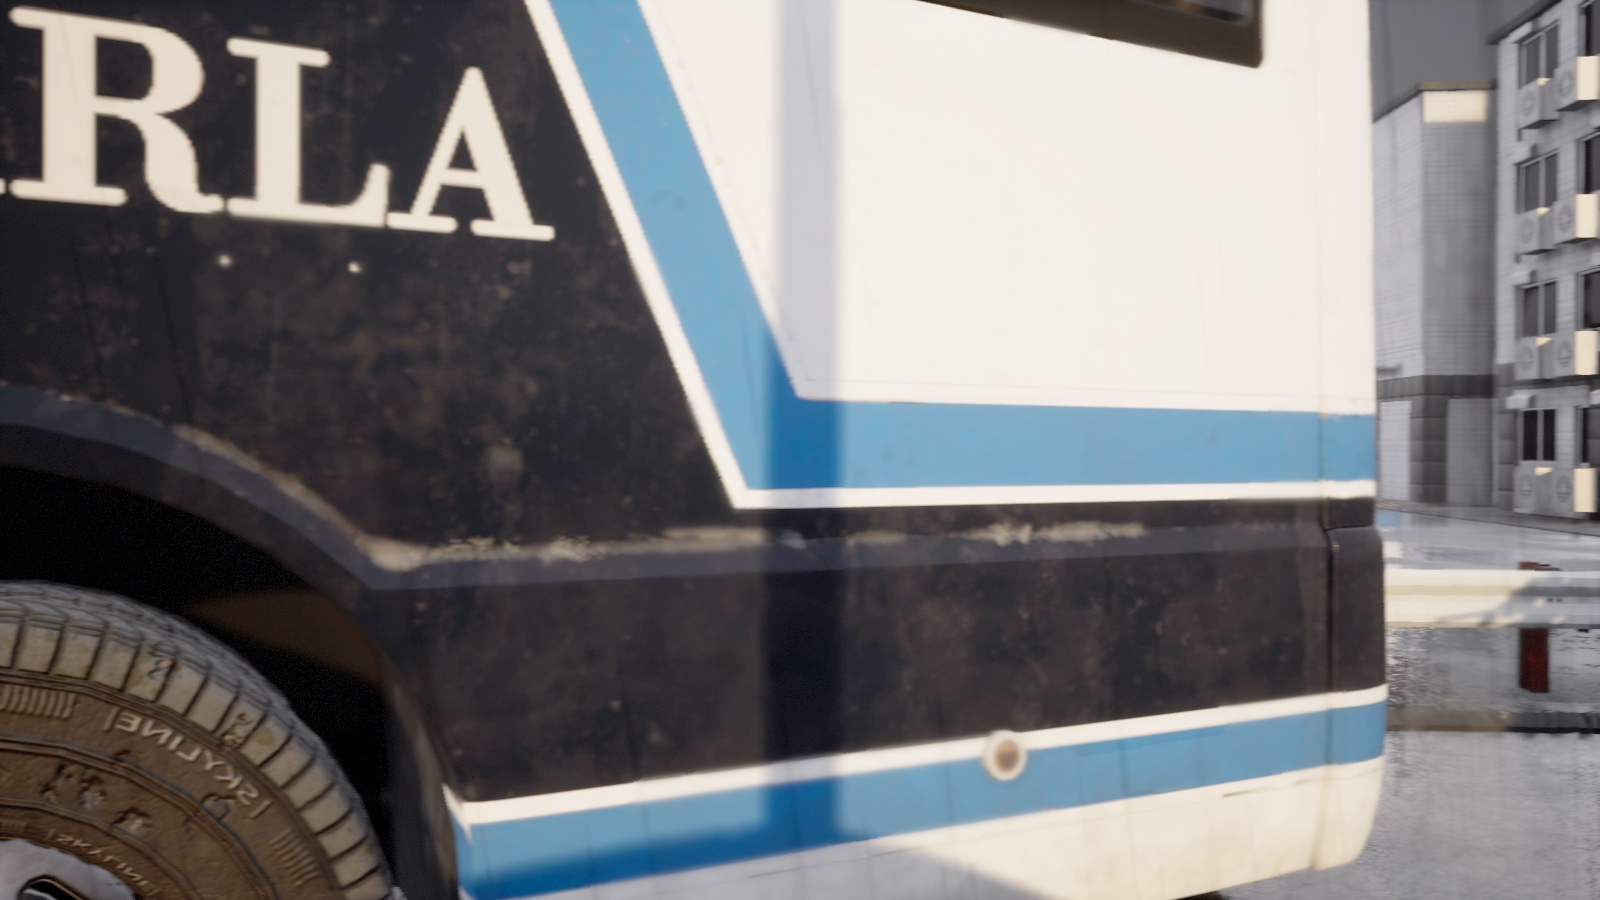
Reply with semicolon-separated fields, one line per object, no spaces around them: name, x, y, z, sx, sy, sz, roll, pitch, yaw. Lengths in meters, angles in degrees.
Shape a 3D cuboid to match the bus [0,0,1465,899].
bus;-4.226;-0.643;1.679;10.273;4.253;3.944;0;-1;-28
